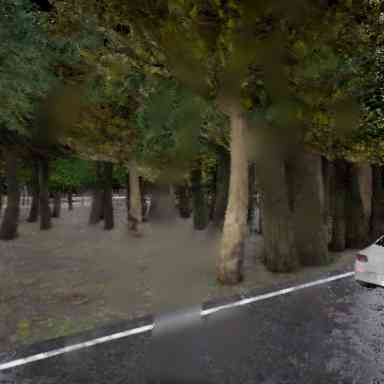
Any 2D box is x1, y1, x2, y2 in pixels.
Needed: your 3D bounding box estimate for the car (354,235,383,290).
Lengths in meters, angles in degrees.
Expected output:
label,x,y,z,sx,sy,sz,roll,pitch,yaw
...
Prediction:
label,x,y,z,sx,sy,sz,roll,pitch,yaw
car,5.631,1.516,7.780,4.674,1.442,1.812,0,0,-35
